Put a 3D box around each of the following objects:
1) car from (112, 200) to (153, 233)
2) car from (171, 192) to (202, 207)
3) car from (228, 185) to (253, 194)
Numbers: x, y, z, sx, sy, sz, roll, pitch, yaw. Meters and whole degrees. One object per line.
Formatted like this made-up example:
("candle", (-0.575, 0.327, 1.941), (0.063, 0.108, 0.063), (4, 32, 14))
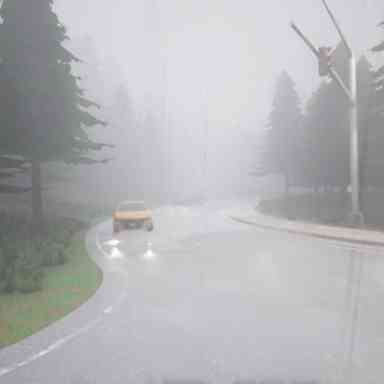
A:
("car", (-3.191, 1.213, 18.100), (1.882, 1.535, 5.008), (-2, 2, -9))
("car", (-0.527, 0.755, 35.940), (1.882, 1.535, 5.008), (-1, 1, 24))
("car", (7.202, -0.290, 49.649), (2.097, 1.767, 4.553), (-1, 2, 42))
